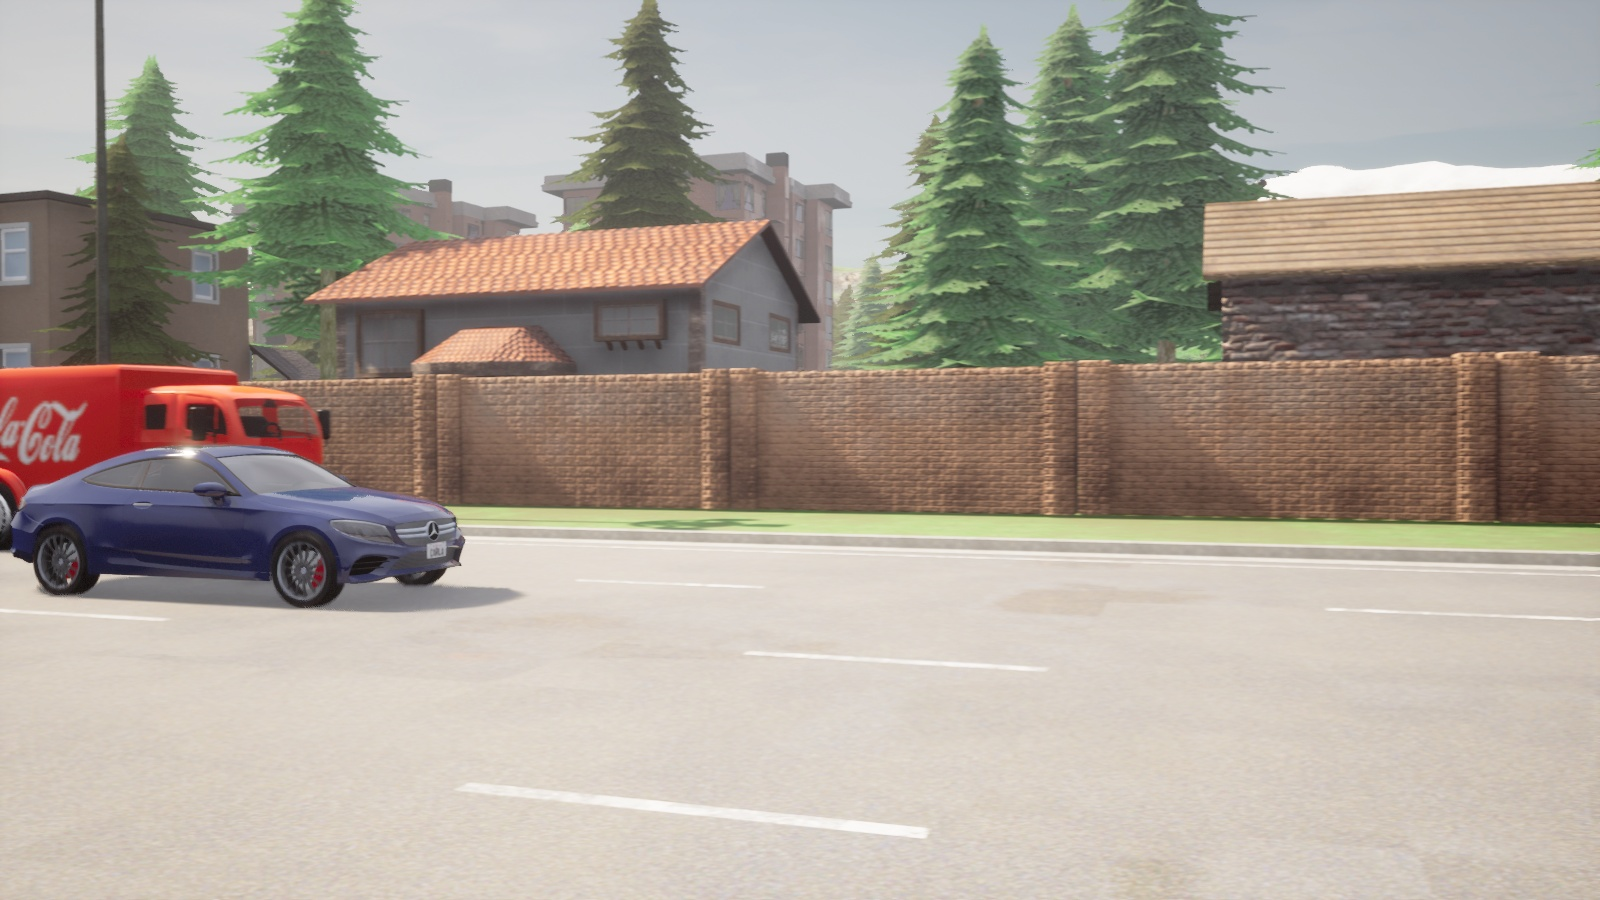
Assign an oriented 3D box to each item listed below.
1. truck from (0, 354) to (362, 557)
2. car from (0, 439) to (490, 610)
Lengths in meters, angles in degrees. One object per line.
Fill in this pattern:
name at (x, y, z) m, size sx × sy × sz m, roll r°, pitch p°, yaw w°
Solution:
truck at (-9.067, 0.029, 17.314) m, size 5.204 × 2.467 × 2.627 m, roll 0°, pitch 1°, yaw 19°
car at (-5.604, 0.632, 12.464) m, size 4.674 × 1.442 × 1.812 m, roll 1°, pitch 1°, yaw 19°
